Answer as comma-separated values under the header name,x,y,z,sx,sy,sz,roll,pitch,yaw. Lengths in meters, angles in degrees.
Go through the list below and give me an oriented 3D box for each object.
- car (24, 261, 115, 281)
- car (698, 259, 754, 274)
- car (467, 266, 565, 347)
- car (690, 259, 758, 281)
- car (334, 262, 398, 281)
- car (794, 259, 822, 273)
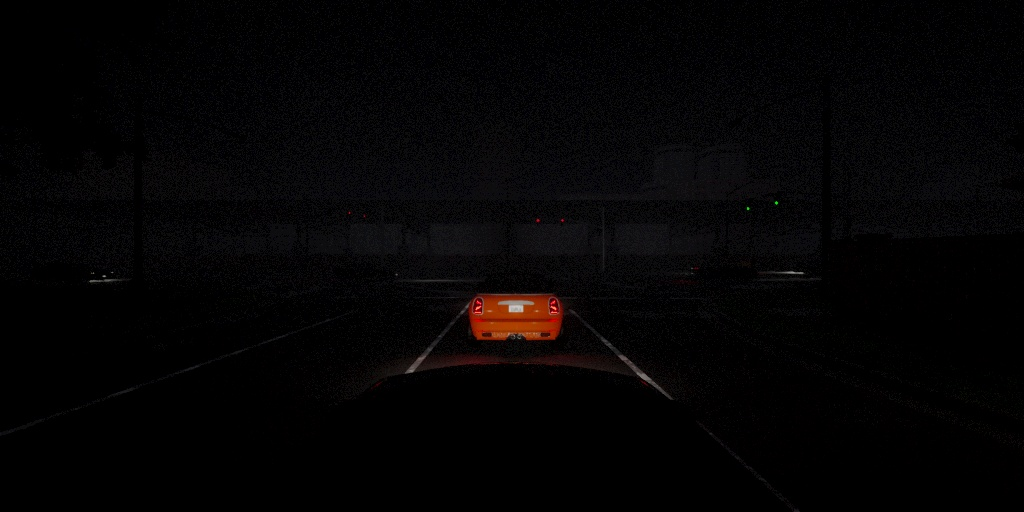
name,x,y,z,sx,sy,sz,roll,pitch,yaw
car,-36.542,1.298,29.890,5.357,1.411,2.033,0,0,2
car,23.224,1.098,39.022,5.008,1.535,1.882,-1,0,1
car,0.083,1.103,9.490,2.097,1.767,4.553,0,0,0
car,16.767,1.170,28.479,4.902,1.511,2.128,0,0,1
car,-11.849,1.241,29.203,4.902,1.511,2.128,0,0,1
car,33.134,1.065,38.768,4.181,1.385,1.994,-1,0,1
